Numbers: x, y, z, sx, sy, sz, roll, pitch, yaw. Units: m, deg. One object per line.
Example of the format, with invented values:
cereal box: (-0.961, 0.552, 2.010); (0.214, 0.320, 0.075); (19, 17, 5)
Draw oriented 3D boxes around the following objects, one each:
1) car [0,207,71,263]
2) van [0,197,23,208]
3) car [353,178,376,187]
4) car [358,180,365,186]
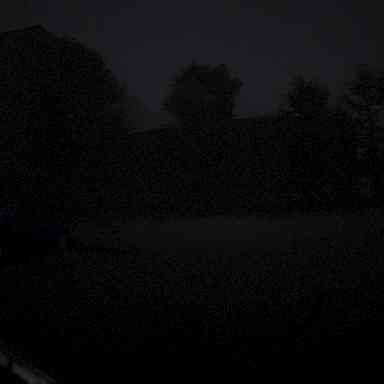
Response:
car: (-6.342, 1.478, 11.564); (2.097, 1.535, 5.008); (0, -1, 17)
van: (-8.688, 1.241, 13.501); (1.878, 1.987, 4.442); (0, -1, 17)
car: (43.682, -2.398, 84.172); (4.553, 1.767, 2.185); (-5, 0, -7)
car: (43.088, -2.213, 81.268); (5.008, 1.535, 2.097); (-5, 0, -7)
